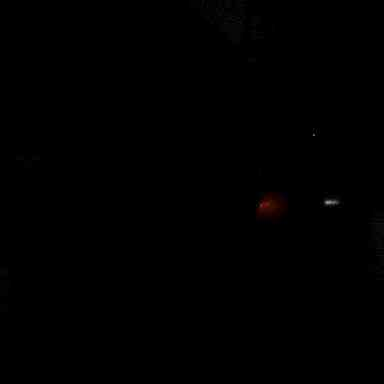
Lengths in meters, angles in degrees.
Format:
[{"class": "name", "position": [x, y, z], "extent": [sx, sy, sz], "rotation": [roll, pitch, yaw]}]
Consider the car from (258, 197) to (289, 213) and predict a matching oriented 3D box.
[{"class": "car", "position": [8.932, 1.414, 38.525], "extent": [2.097, 1.767, 4.553], "rotation": [1, 0, -36]}]
